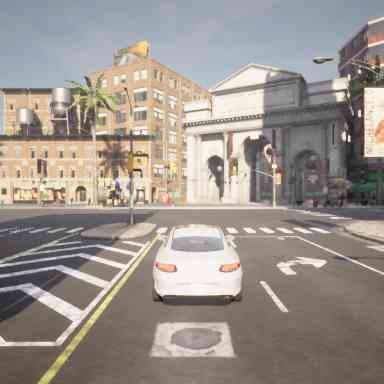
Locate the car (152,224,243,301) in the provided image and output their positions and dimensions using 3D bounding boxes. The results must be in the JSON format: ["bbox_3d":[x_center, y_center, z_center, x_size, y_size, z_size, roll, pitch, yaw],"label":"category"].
[{"bbox_3d":[0.106,1.526,8.188,1.812,1.442,4.674,0,0,0],"label":"car"}]
